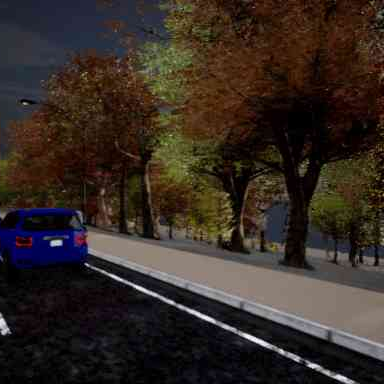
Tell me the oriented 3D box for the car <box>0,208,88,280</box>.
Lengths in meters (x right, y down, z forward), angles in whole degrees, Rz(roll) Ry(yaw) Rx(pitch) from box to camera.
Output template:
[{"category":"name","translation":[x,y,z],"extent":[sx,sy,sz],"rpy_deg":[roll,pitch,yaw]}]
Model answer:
[{"category":"car","translation":[-5.365,1.567,11.443],"extent":[2.150,2.045,5.566],"rpy_deg":[2,-2,-36]}]
